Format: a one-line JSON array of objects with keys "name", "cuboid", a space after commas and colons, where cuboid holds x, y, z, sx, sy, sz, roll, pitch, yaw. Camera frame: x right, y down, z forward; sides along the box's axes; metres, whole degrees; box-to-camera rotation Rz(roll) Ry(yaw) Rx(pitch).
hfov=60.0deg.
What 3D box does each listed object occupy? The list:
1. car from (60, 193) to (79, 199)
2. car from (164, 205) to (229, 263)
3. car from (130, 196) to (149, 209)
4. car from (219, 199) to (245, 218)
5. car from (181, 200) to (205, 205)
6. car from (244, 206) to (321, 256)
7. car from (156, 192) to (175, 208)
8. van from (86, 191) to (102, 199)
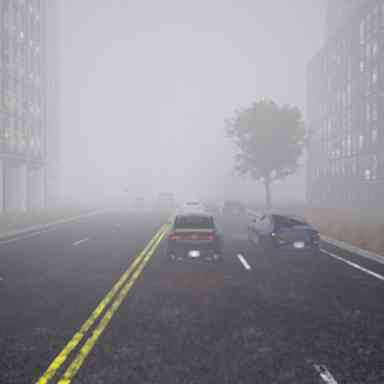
[{"name": "car", "cuboid": [-28.145, 0.916, 76.152, 4.507, 1.381, 1.887, 0, 1, 1]}, {"name": "car", "cuboid": [0.079, 1.446, 11.726, 1.837, 1.490, 4.892, 0, 1, 0]}, {"name": "car", "cuboid": [-6.568, 1.287, 42.195, 1.812, 1.442, 4.674, 0, 0, 0]}, {"name": "car", "cuboid": [3.346, 1.324, 28.196, 1.882, 1.535, 5.008, 0, 0, 0]}, {"name": "car", "cuboid": [0.093, 1.376, 27.695, 1.812, 1.442, 4.674, 0, 0, 0]}, {"name": "car", "cuboid": [3.335, 1.460, 12.612, 1.812, 1.442, 4.674, 0, 0, 0]}, {"name": "car", "cuboid": [-3.318, 0.982, 42.464, 2.150, 2.045, 5.566, 0, 0, 0]}, {"name": "van", "cuboid": [-22.606, 0.738, 76.100, 3.998, 1.788, 1.690, 0, 1, 1]}]
